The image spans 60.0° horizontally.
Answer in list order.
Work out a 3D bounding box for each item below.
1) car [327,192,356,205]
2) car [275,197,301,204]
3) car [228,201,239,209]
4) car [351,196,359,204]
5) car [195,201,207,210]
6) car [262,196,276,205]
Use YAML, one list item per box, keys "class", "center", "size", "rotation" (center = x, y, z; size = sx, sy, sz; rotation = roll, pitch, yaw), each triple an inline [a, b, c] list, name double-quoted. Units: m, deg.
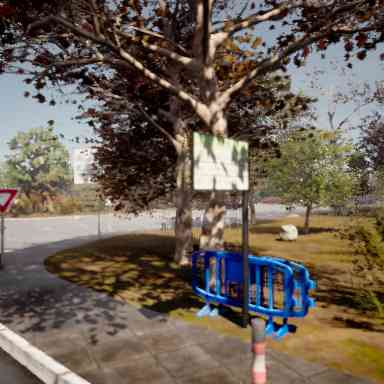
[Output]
- class: "car"
  center: [26.605, 1.162, 59.217]
  size: [5.566, 2.045, 2.150]
  rotation: [-2, 1, -35]
- class: "car"
  center: [18.947, 1.598, 64.241]
  size: [4.892, 1.490, 1.837]
  rotation: [-3, 1, -35]
- class: "car"
  center: [6.026, 2.231, 55.015]
  size: [4.718, 1.301, 1.895]
  rotation: [-2, 1, -36]
- class: "car"
  center: [29.634, 1.447, 57.067]
  size: [4.181, 1.385, 1.994]
  rotation: [-2, 1, -35]
- class: "car"
  center: [3.034, 2.234, 57.174]
  size: [5.357, 1.411, 2.033]
  rotation: [-2, 1, -36]
- class: "car"
  center: [16.110, 1.624, 66.498]
  size: [5.008, 1.535, 1.882]
  rotation: [-3, 1, -36]
